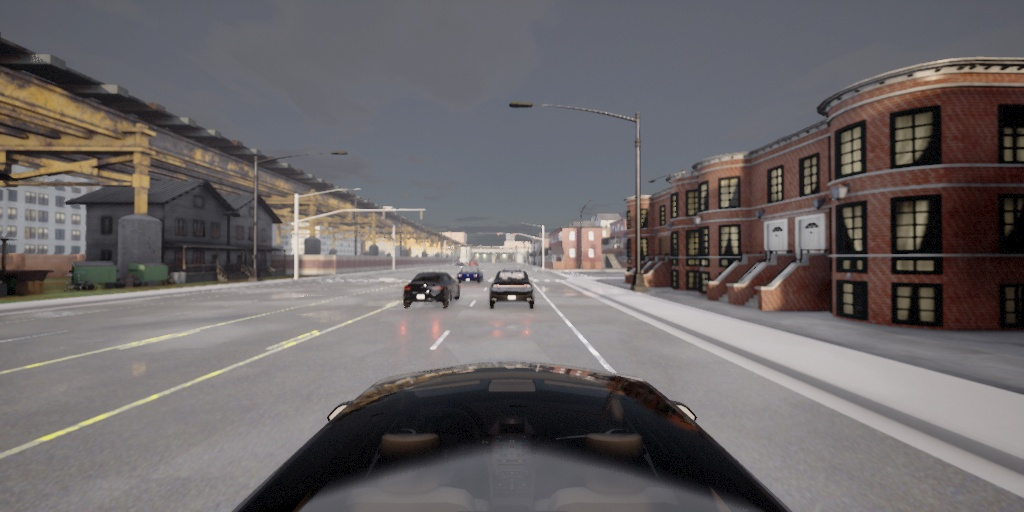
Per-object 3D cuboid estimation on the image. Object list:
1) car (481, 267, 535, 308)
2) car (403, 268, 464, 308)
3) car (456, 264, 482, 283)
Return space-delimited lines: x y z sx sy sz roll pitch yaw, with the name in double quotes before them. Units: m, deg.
"car" 0.002 1.379 15.994 2.128 1.511 4.902 0 0 0
"car" -3.497 1.413 16.080 1.812 1.442 4.674 0 0 0
"car" -3.507 1.629 30.801 1.895 1.301 4.718 0 -1 0
